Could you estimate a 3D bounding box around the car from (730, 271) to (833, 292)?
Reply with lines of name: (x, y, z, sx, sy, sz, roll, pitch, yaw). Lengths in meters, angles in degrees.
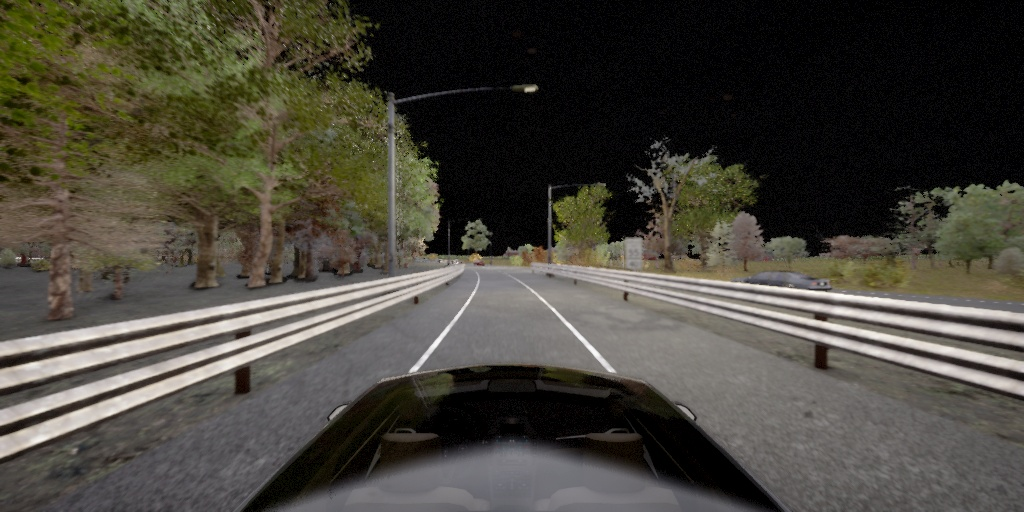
car: (16.491, 1.612, 22.414, 2.033, 1.411, 5.357, 0, 0, -20)

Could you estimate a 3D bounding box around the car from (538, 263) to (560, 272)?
car: (5.438, 1.689, 52.465, 1.812, 1.442, 4.674, 1, 0, -20)
